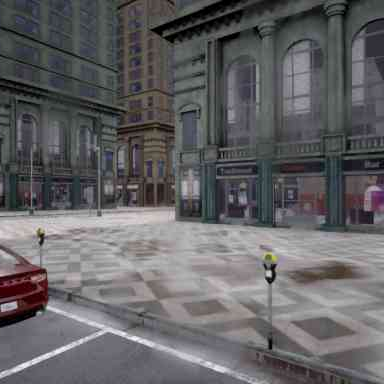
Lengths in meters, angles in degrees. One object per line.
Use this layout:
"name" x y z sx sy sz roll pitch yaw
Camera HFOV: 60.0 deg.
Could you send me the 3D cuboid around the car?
"car" -4.493 1.545 6.170 4.507 1.381 1.887 0 0 35
